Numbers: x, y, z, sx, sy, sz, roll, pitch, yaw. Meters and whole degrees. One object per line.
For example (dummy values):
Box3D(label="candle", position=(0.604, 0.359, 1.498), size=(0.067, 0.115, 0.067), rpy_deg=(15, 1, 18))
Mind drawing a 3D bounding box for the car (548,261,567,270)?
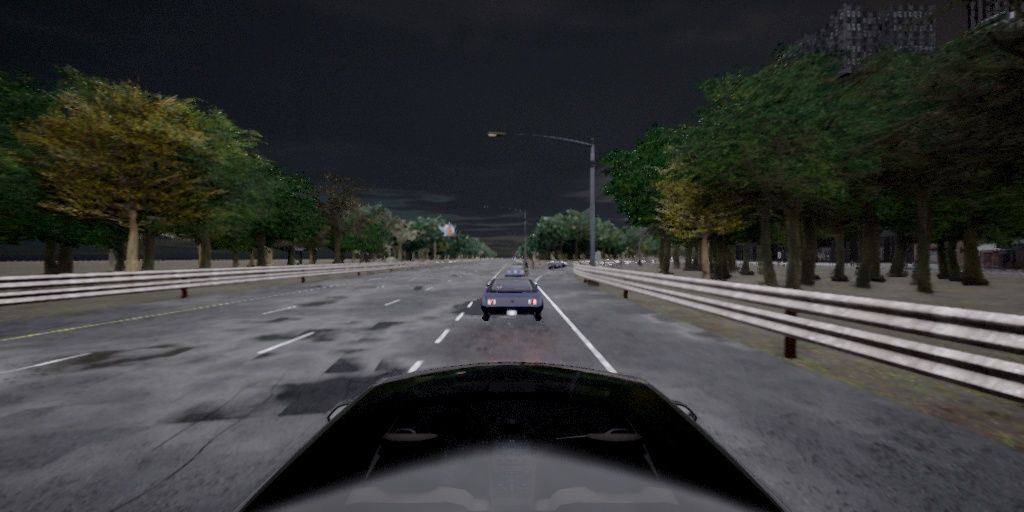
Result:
Box3D(label="car", position=(7.398, 1.524, 57.652), size=(1.895, 1.301, 4.718), rpy_deg=(0, 0, 24))

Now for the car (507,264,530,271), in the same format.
Box3D(label="car", position=(0.600, 1.396, 32.675), size=(2.033, 1.411, 5.357), rpy_deg=(0, 0, 7))

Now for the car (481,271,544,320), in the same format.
Box3D(label="car", position=(0.002, 1.386, 12.752), size=(1.895, 1.301, 4.718), rpy_deg=(0, 0, 0))
